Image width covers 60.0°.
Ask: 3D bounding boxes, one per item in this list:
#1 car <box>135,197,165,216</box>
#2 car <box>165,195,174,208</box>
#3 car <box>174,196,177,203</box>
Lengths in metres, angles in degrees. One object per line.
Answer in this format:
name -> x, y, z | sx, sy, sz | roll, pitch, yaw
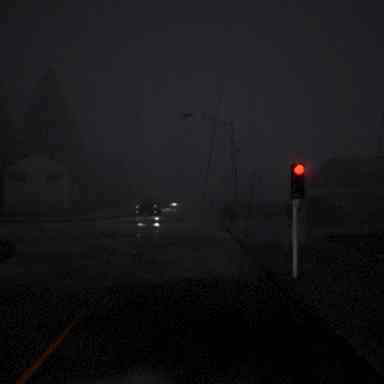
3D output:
car -> -4.085, 1.337, 31.814 | 2.097, 1.767, 4.553 | 0, 0, 0
car -> -4.069, 1.456, 46.930 | 1.882, 1.535, 5.008 | 0, 1, 0
car -> -3.971, 1.460, 67.867 | 2.128, 1.511, 4.902 | 0, 0, 0
